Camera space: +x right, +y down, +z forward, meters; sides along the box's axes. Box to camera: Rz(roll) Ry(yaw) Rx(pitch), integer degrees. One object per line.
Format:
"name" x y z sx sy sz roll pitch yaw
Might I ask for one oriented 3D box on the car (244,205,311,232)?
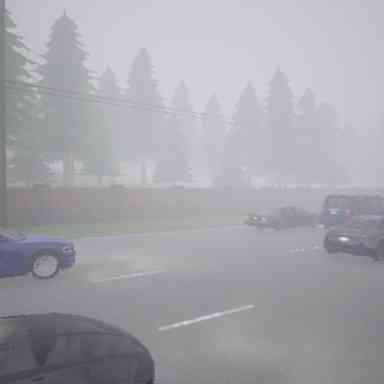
"car" 5.560 1.493 19.670 5.357 1.411 2.033 0 0 -33

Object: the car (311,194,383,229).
"car" 9.217 1.156 17.871 5.566 2.045 2.150 1 0 -33

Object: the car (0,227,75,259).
"car" -5.543 1.476 8.293 5.008 1.535 1.882 0 0 -33

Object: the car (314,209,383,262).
"car" 6.688 1.522 12.057 4.181 1.385 1.994 0 0 -33

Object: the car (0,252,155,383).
"car" -2.584 1.481 1.870 5.008 1.535 1.882 0 0 -33
